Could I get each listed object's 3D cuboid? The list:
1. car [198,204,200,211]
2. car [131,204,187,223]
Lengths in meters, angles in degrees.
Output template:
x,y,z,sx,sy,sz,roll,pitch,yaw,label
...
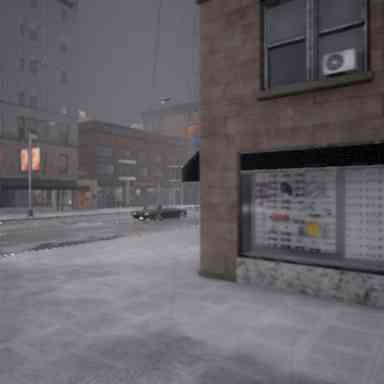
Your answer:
x,y,z,sx,sy,sz,roll,pitch,yaw,label
2.590,1.498,38.977,1.837,1.490,4.892,0,0,36,car
-2.421,1.612,26.054,1.895,1.301,4.718,0,0,36,car
